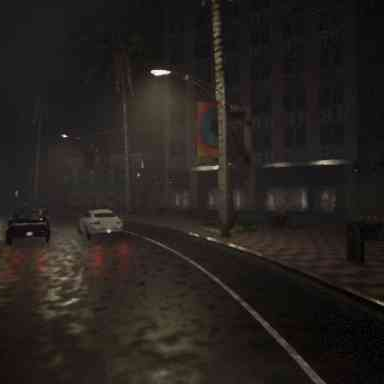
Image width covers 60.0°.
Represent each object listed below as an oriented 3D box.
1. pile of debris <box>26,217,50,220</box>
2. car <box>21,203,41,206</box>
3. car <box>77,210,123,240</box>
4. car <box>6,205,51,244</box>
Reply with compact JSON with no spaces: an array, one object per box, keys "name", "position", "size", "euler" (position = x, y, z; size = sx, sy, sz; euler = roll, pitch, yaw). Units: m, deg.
[{"name":"pile of debris","position":[-14.538,2.509,31.433],"size":[1.860,0.140,1.500],"euler":[-1,-1,44]},{"name":"car","position":[-15.773,1.836,32.386],"size":[4.902,1.511,2.128],"euler":[-1,-1,44]},{"name":"car","position":[-5.118,1.693,18.391],"size":[1.812,1.442,4.674],"euler":[0,0,-27]},{"name":"car","position":[-8.382,1.677,17.091],"size":[2.128,1.511,4.902],"euler":[0,0,-26]}]
